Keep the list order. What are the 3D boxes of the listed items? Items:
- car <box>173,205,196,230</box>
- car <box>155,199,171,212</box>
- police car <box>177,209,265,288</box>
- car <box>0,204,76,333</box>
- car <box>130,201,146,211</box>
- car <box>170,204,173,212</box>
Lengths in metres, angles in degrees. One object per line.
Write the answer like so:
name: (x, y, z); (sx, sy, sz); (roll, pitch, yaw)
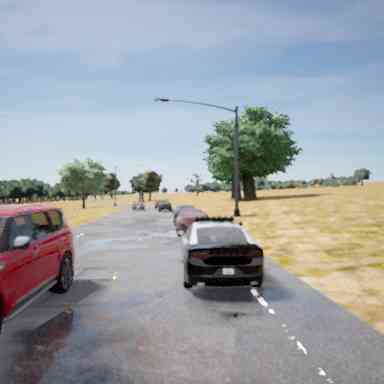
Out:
car: (-0.015, 1.702, 19.575); (1.812, 1.442, 4.674); (0, -1, -4)
car: (-3.791, 2.000, 46.405); (1.837, 1.490, 4.892); (0, -1, -8)
police car: (0.635, 1.508, 9.650); (1.930, 1.638, 5.238); (0, -1, -3)
car: (-3.863, 1.274, 6.082); (2.150, 2.045, 5.566); (0, -1, -3)
car: (-8.005, 2.056, 50.040); (2.128, 1.511, 4.902); (0, -1, -8)
car: (-0.508, 1.739, 25.590); (1.837, 1.490, 4.892); (0, -1, -5)
